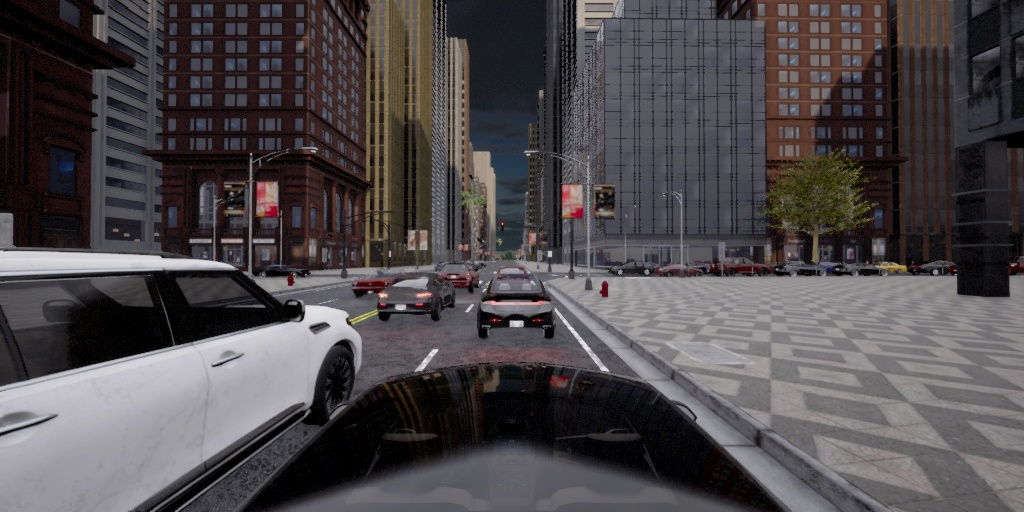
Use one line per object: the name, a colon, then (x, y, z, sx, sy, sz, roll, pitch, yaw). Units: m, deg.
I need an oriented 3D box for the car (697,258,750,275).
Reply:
car: (22.878, 1.140, 38.873, 4.553, 1.767, 2.097, 0, -1, -1)

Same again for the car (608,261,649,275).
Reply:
car: (12.851, 1.326, 38.718, 4.892, 1.490, 1.837, 0, -1, -1)

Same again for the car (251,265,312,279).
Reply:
car: (-22.397, 1.526, 35.011, 4.718, 1.301, 1.895, 0, -1, -3)

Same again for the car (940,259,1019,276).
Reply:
car: (43.507, 1.212, 33.416, 4.507, 1.381, 1.888, 0, 0, -1)

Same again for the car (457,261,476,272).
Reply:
car: (-6.594, 1.461, 52.251, 2.128, 1.511, 4.902, 0, 0, 0)

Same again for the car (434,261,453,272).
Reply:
car: (-9.834, 1.494, 51.977, 1.812, 1.442, 4.674, 0, 0, 0)

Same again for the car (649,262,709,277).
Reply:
car: (15.318, 1.326, 32.980, 4.207, 1.307, 1.802, 0, 0, -1)

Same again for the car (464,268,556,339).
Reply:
car: (0.099, 1.248, 10.124, 2.128, 1.511, 4.902, 0, 0, 0)

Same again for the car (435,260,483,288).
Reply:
car: (-3.148, 1.141, 21.417, 2.097, 1.767, 4.553, 0, 0, 0)

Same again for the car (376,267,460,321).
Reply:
car: (-3.149, 1.287, 12.437, 1.812, 1.442, 4.674, 0, 0, 0)

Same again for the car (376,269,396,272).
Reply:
car: (-6.600, 1.379, 18.870, 1.895, 1.301, 4.718, 0, 0, 0)

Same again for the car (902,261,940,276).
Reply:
car: (42.856, 1.204, 36.031, 4.892, 1.490, 1.837, 0, -1, -1)

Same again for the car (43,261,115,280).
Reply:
car: (-42.271, 1.369, 35.046, 4.553, 1.767, 2.097, 0, -1, 1)

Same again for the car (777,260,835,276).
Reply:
car: (26.594, 1.274, 33.154, 4.313, 1.339, 1.948, 0, 0, -1)

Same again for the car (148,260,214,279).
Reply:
car: (-32.215, 1.322, 35.023, 4.553, 1.767, 2.097, 0, -1, 0)

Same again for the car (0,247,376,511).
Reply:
car: (-3.155, 0.972, 2.573, 2.150, 2.045, 5.566, 0, 0, 0)

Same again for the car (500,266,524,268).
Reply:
car: (0.001, 1.259, 19.625, 1.882, 1.535, 5.008, 0, 0, 0)

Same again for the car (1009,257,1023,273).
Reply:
car: (49.145, 0.971, 33.502, 5.009, 1.841, 2.192, 0, 0, -1)

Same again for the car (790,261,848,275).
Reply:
car: (33.349, 1.284, 39.024, 4.674, 1.442, 1.812, 0, -1, -1)

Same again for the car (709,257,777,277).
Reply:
car: (20.957, 1.040, 33.067, 5.009, 1.841, 2.192, 0, 0, -1)

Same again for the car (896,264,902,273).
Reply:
car: (43.211, 1.294, 41.936, 4.829, 1.417, 1.751, 0, 0, -1)

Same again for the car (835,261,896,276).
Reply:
car: (32.231, 1.258, 33.241, 4.313, 1.339, 1.948, 0, 0, -1)
